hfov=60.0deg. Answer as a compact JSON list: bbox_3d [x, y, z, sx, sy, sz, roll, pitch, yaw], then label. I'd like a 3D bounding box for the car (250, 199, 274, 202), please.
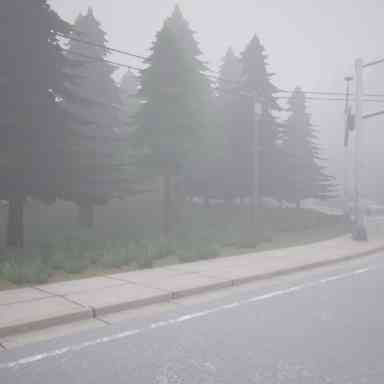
[{"bbox_3d":[10.568,1.505,49.369,1.837,1.490,4.892,0,0,-38],"label":"car"}]

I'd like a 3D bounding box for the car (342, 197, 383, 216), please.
[{"bbox_3d":[17.232,1.526,32.822,1.812,1.442,4.674,0,0,-5],"label":"car"}]

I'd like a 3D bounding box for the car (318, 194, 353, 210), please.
[{"bbox_3d":[18.512,1.221,43.350,2.150,2.045,5.566,0,0,-22],"label":"car"}]
